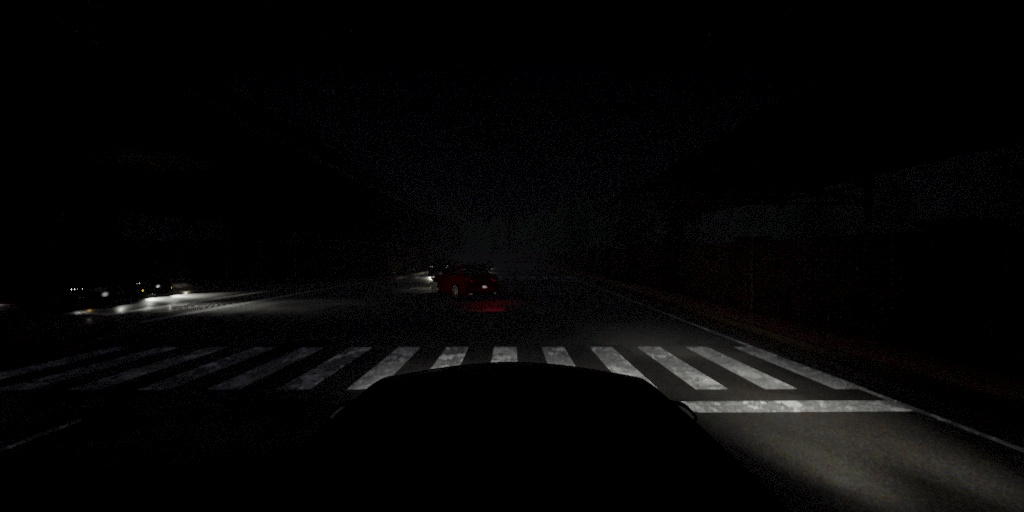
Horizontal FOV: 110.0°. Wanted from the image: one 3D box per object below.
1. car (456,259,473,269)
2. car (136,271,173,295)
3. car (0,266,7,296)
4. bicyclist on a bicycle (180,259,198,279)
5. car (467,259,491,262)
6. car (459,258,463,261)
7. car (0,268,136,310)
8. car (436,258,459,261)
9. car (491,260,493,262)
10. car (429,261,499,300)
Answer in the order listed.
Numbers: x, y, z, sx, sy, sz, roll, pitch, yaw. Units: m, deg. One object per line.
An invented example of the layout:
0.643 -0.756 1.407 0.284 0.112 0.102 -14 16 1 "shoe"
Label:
-7.448 1.197 57.082 2.128 1.511 4.902 0 0 -1 "car"
-19.237 1.301 17.449 4.181 1.385 1.994 0 0 -1 "car"
-28.225 1.242 17.343 4.892 1.490 1.837 0 0 -1 "car"
-25.513 1.029 28.358 0.582 1.620 1.656 0 0 -1 "bicyclist on a bicycle"
-3.628 1.285 38.503 1.994 1.385 4.181 0 0 -1 "car"
-7.263 1.067 45.478 2.097 1.767 4.553 0 0 -1 "car"
-18.321 1.232 13.959 4.902 1.511 2.128 0 0 -1 "car"
-7.098 1.074 36.743 2.097 1.767 4.553 0 0 -1 "car"
-3.788 1.240 47.035 1.812 1.442 4.674 0 0 -1 "car"
-2.449 1.215 17.889 1.882 1.535 5.008 1 -1 -30 "car"
